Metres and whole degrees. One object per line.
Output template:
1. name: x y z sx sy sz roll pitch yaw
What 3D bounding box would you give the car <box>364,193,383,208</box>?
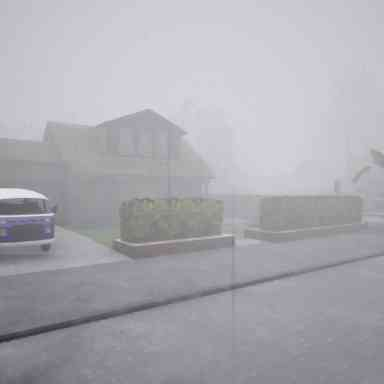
1. car: 23.118 0.985 40.284 3.866 1.878 1.905 0 0 0
